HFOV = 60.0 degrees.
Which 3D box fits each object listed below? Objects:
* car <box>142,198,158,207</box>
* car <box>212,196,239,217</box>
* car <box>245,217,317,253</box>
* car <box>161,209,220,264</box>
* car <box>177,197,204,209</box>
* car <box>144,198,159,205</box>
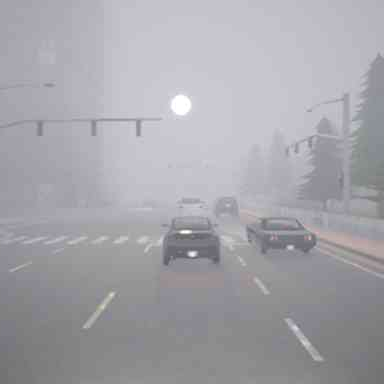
[{"bbox_3d":[-7.496,1.888,58.176,2.128,1.511,4.902,0,0,0],"label":"car"},{"bbox_3d":[3.344,1.450,33.680,2.150,2.045,5.566,0,0,0],"label":"car"},{"bbox_3d":[3.493,1.693,14.052,1.895,1.301,4.718,0,0,0],"label":"car"},{"bbox_3d":[-0.072,1.588,12.215,1.837,1.490,4.892,0,0,-2],"label":"car"},{"bbox_3d":[-0.135,1.435,29.973,2.150,2.045,5.566,0,-1,0],"label":"car"},{"bbox_3d":[-9.036,2.042,73.827,2.033,1.411,5.357,0,0,-20],"label":"car"}]
